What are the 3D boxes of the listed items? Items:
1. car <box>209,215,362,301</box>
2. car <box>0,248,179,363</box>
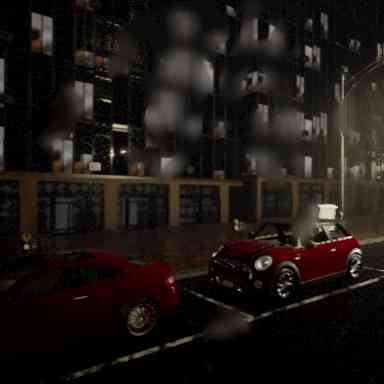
[{"bbox_3d":[2.377,1.418,8.239,4.097,1.590,1.967,0,1,-35],"label":"car"},{"bbox_3d":[-2.162,1.579,5.006,4.206,1.307,1.802,0,1,-35],"label":"car"}]
